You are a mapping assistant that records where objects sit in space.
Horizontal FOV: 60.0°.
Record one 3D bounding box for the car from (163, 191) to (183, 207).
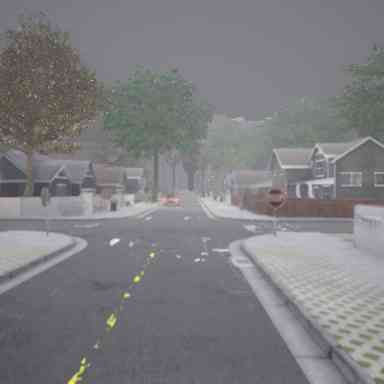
[{"bbox_3d":[-2.763,1.051,45.608,2.097,1.767,4.553,0,0,0],"label":"car"}]
